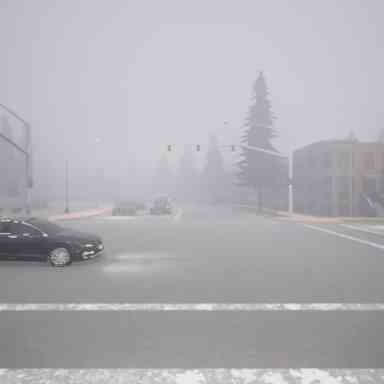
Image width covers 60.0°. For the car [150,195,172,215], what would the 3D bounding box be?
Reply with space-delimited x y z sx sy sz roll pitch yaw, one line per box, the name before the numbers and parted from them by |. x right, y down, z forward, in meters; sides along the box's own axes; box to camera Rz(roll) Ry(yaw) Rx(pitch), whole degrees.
car | -3.339 1.479 36.005 2.097 1.767 4.553 0 0 -1

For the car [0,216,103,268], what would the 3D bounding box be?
car | -5.409 1.561 10.842 4.892 1.490 1.837 0 0 0

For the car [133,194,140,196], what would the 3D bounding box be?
car | -11.608 1.462 67.418 2.150 2.045 5.566 0 -1 -36

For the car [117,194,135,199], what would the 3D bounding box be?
car | -13.159 1.699 63.229 1.882 1.535 5.008 0 0 -32

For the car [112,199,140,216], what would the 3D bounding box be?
car | -6.800 1.683 33.791 1.994 1.385 4.181 0 0 -1

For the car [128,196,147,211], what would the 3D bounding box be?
car | -7.127 1.634 44.573 1.882 1.535 5.008 0 0 -4
